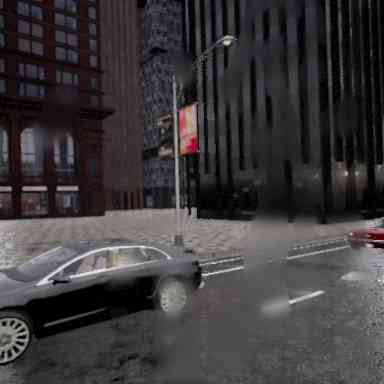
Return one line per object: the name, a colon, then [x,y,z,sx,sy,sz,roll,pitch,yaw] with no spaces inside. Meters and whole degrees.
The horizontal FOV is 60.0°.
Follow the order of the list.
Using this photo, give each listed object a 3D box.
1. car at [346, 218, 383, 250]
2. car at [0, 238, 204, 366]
car: [8.640,1.766,14.311,4.718,1.301,1.895,0,-2,-37]
car: [-1.997,1.683,6.245,4.902,1.511,2.128,0,-2,-39]
